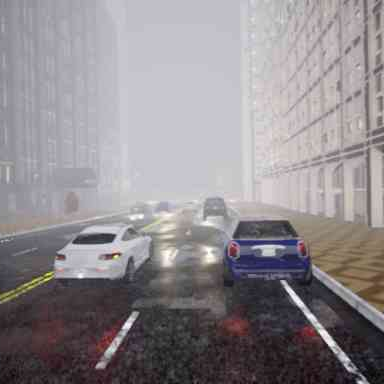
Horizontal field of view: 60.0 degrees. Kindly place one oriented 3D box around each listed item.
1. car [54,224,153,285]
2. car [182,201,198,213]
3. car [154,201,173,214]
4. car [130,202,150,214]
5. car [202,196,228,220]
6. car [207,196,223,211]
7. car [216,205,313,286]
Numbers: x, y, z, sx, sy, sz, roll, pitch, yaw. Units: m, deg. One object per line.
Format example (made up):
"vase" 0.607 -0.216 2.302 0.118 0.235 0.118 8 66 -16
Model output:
"car" -2.398 1.673 9.905 1.812 1.442 4.674 -1 0 4
"car" -0.164 1.944 44.131 1.812 1.442 4.674 -1 -1 4
"car" -3.644 1.963 43.376 1.882 1.535 5.008 -1 -1 4
"car" -6.847 2.055 44.134 2.128 1.511 4.902 -1 -1 4
"car" 2.134 1.470 30.723 2.150 2.045 5.566 -1 0 4
"car" 3.326 1.606 48.563 2.150 2.045 5.566 -1 0 4
"car" 1.878 1.405 9.680 2.097 1.767 4.553 -1 -1 4
